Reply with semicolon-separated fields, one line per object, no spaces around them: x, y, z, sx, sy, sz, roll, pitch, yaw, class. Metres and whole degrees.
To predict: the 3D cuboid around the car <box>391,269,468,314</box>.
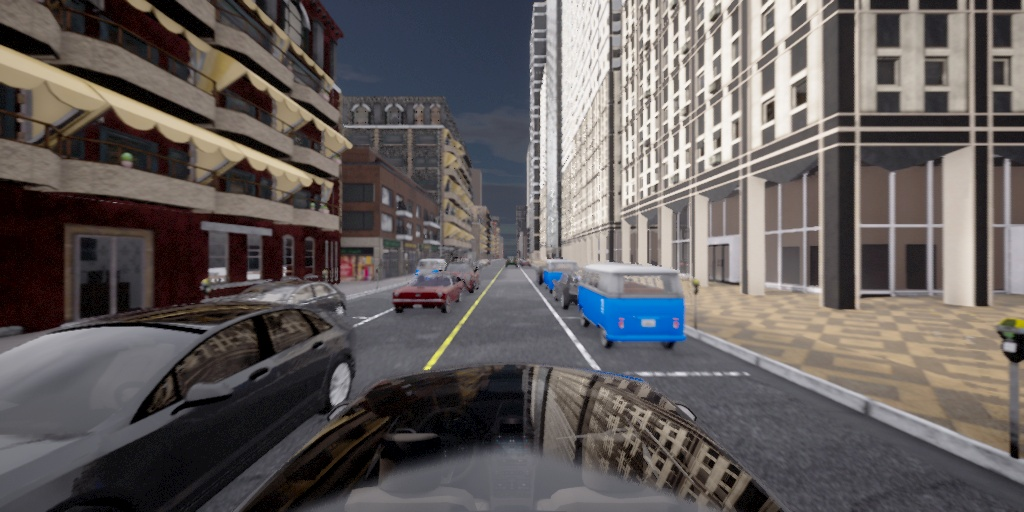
-3.099;1.356;14.023;1.895;1.301;4.718;0;0;0;car

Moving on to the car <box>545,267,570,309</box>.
2.681;1.300;14.557;2.007;1.370;4.403;0;0;0;car

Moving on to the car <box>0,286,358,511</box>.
-3.097;1.258;3.217;1.837;1.490;4.892;0;0;0;car

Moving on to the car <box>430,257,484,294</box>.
-3.016;1.119;20.511;2.097;1.767;4.553;0;0;0;car

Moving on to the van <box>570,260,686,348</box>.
2.686;1.089;8.909;1.690;1.789;3.998;0;0;0;van

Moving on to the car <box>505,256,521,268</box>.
-0.056;1.001;62.712;2.150;2.045;5.566;0;0;0;car

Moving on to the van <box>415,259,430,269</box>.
-5.711;1.102;25.847;1.690;1.789;3.998;0;0;0;van

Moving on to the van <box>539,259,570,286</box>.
2.676;1.092;20.206;1.690;1.789;3.998;0;0;0;van

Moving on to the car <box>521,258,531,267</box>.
2.632;1.362;65.394;1.802;1.307;4.207;0;0;0;car

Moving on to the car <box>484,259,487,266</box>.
-5.742;1.332;59.738;2.007;1.370;4.403;0;0;0;car

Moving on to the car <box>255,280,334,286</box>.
-5.694;1.306;8.901;2.007;1.370;4.403;0;0;0;car

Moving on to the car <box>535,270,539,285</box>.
2.670;1.319;25.855;1.948;1.339;4.313;0;0;0;car
